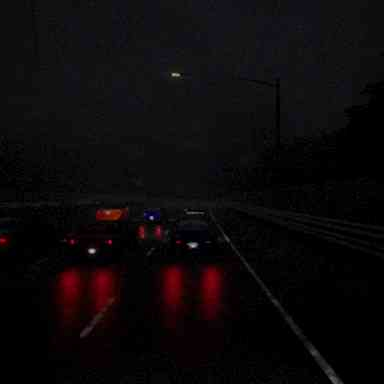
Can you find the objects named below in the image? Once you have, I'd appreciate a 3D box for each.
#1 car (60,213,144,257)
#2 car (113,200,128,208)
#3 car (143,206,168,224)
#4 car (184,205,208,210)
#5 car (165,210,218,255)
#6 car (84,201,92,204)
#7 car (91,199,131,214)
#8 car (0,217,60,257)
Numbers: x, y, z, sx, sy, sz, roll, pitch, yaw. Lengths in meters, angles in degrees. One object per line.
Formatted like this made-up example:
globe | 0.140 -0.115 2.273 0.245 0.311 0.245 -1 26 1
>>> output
car | -3.430 1.777 13.708 1.895 1.301 4.718 0 -1 1
car | -15.369 2.528 71.948 2.097 1.767 4.553 0 -1 3
car | -3.161 1.926 28.869 1.812 1.442 4.674 0 -1 2
car | 0.335 1.892 28.700 2.128 1.511 4.902 0 -1 2
car | 0.078 1.706 13.958 1.812 1.442 4.674 0 -1 1
car | -22.356 2.696 72.380 1.812 1.442 4.674 0 -1 3
car | -6.670 1.746 28.647 2.097 1.767 4.553 0 -1 1
car | -6.932 1.721 13.629 2.033 1.411 5.357 0 -1 1
